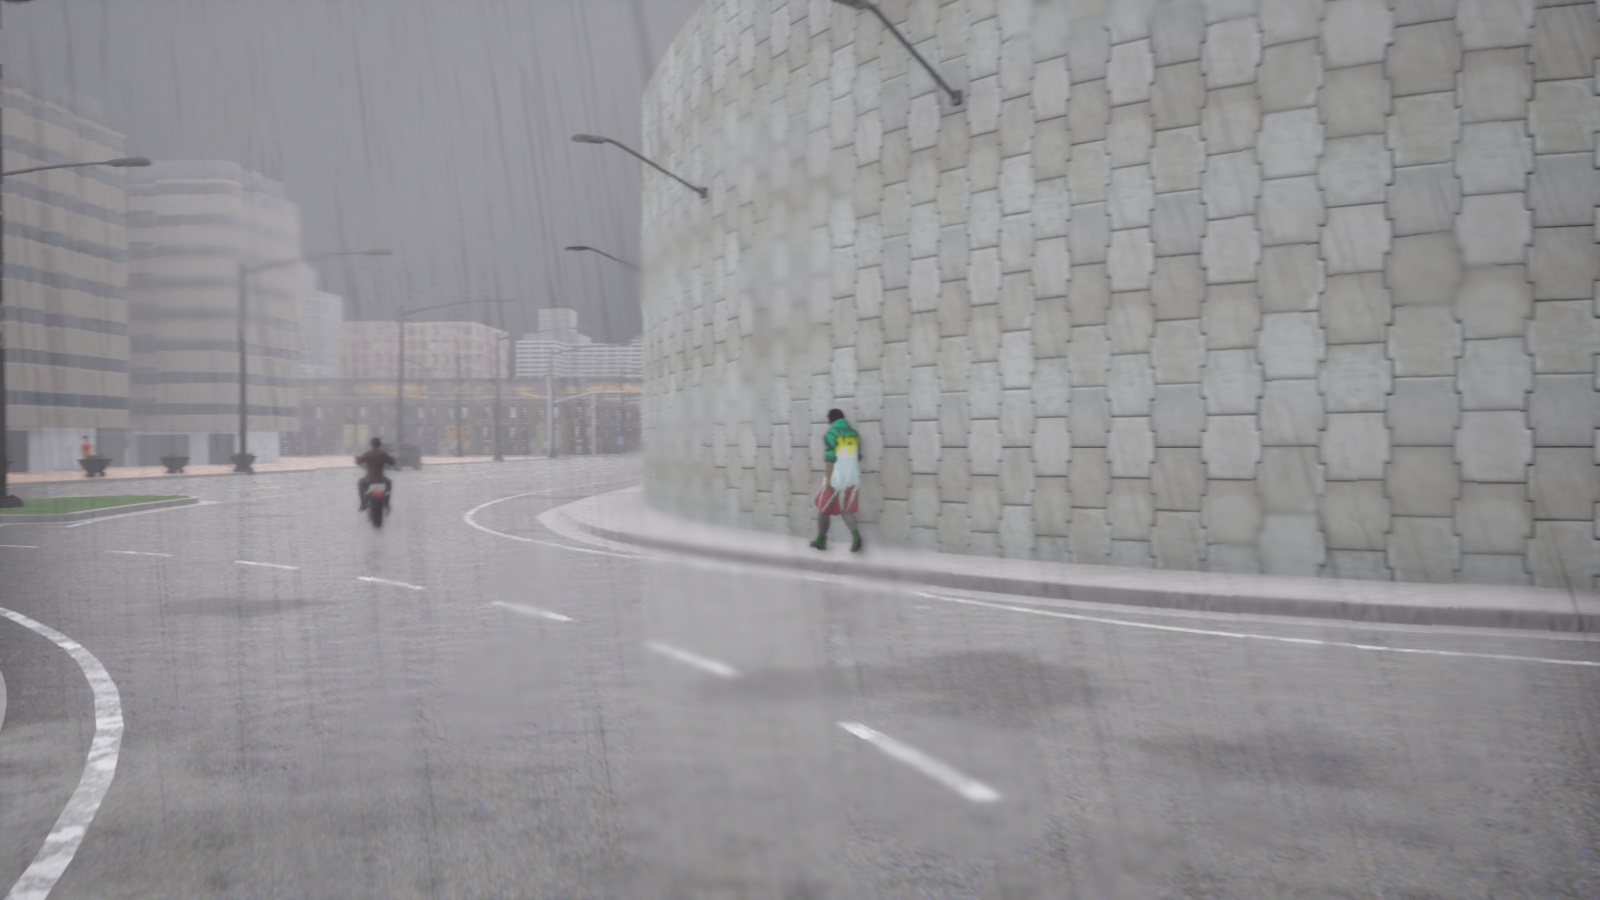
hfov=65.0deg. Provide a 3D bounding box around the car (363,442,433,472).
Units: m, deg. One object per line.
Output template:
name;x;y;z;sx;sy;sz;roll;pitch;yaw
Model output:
car;-21.486;0.341;67.354;2.007;1.525;4.514;0;0;4

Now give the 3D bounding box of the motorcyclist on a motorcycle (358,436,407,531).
motorcyclist on a motorcycle;-7.672;0.577;23.022;0.766;1.649;2.350;0;0;-20

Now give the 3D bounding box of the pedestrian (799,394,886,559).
pedestrian;0.516;0.313;15.409;0.659;1.952;0.873;0;0;-36

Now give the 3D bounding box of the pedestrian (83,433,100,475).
pedestrian;-31.217;0.161;55.321;0.345;1.836;0.594;0;0;6
